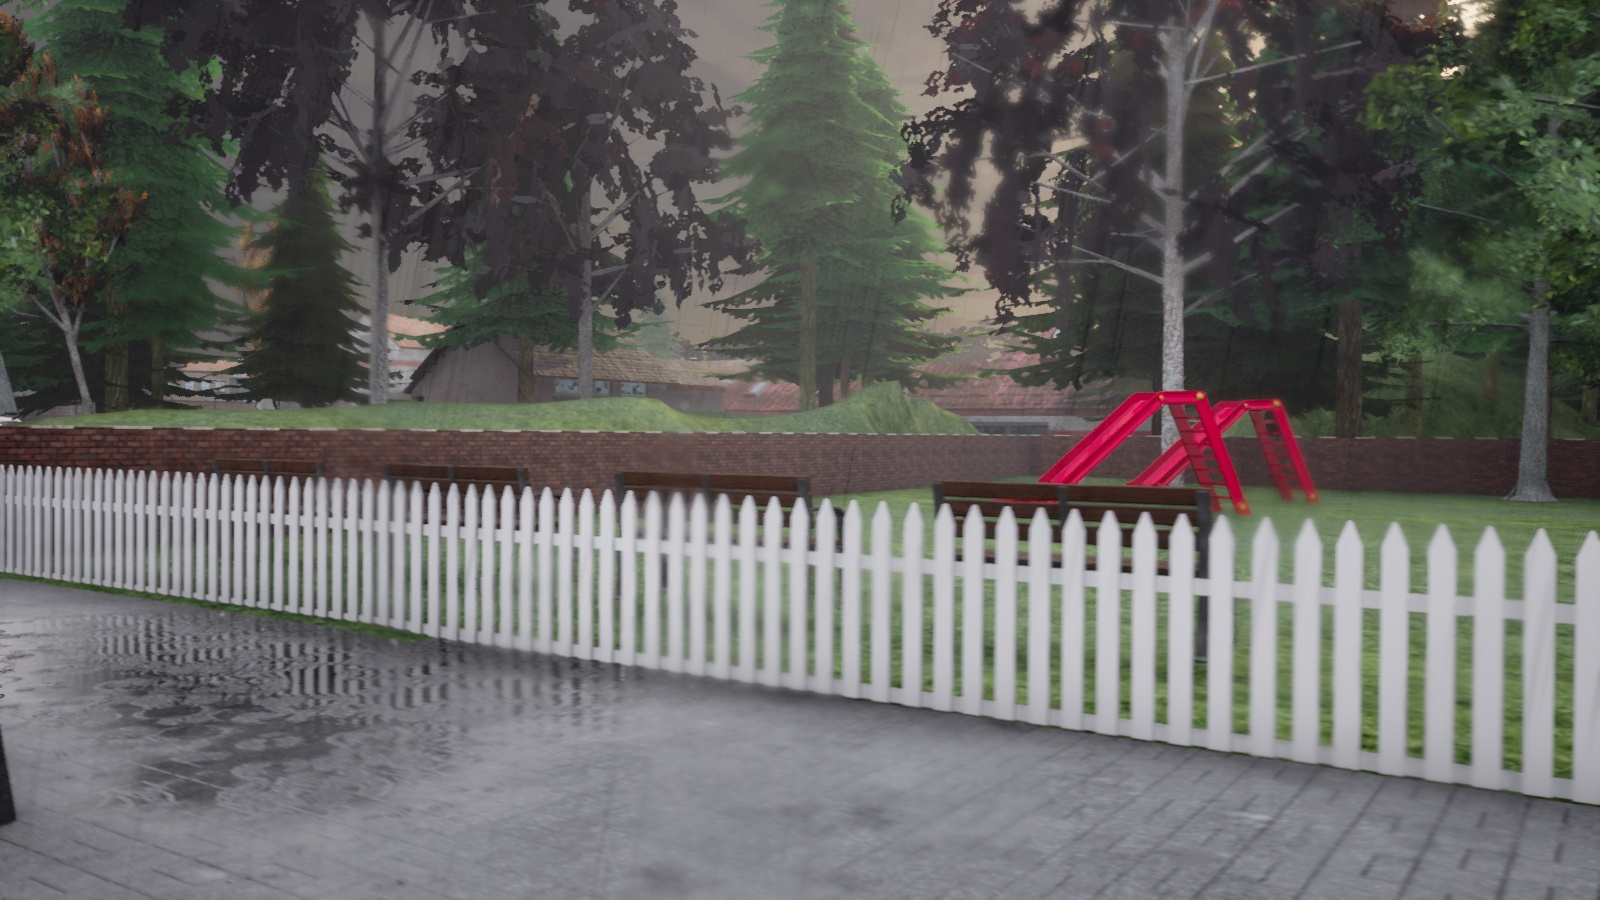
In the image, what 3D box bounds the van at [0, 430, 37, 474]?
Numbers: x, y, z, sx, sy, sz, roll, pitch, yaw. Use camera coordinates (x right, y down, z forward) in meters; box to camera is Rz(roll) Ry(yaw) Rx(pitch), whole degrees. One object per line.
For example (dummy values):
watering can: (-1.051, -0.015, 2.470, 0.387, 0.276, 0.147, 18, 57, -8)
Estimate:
van: (-37.794, 0.111, 57.450, 2.069, 2.038, 4.480, 0, 1, 34)
